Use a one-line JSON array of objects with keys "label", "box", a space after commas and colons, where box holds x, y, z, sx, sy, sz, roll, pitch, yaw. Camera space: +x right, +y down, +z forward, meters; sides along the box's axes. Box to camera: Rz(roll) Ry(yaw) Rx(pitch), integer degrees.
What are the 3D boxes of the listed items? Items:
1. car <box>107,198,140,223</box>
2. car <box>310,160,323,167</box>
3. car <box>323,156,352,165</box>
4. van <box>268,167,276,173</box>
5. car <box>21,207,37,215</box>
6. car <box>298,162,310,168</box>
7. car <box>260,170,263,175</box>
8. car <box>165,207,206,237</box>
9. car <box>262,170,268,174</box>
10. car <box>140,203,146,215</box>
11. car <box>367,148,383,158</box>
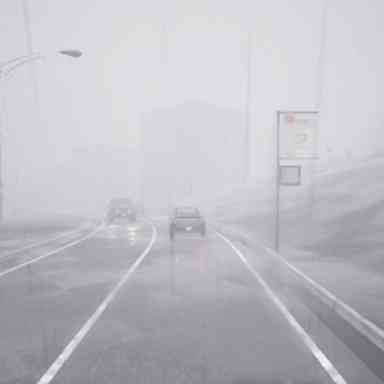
[{"label": "car", "box": [-6.082, 1.495, 28.512, 2.150, 2.045, 5.566, 0, -1, -16]}, {"label": "car", "box": [21.384, -4.415, 53.914, 2.002, 1.452, 4.674, 0, 1, -1]}, {"label": "car", "box": [21.502, -4.494, 48.420, 2.185, 1.767, 4.553, 0, 1, -1]}, {"label": "van", "box": [20.788, -5.074, 81.513, 1.878, 1.987, 4.442, 0, 1, -1]}, {"label": "car", "box": [-30.749, 3.568, 61.577, 4.902, 1.511, 2.128, -4, -1, 35]}, {"label": "car", "box": [21.261, -4.669, 59.586, 2.185, 1.767, 4.553, 0, 1, -1]}, {"label": "car", "box": [20.547, -5.224, 92.640, 2.435, 2.045, 5.566, 0, 1, -1]}, {"label": "car", "box": [-0.408, 1.572, 18.408, 2.128, 1.511, 4.902, 0, -1, -6]}, {"label": "car", "box": [20.666, -4.874, 87.157, 2.002, 1.452, 4.674, 0, 1, -1]}, {"label": "car", "box": [-7.130, 2.035, 40.807, 2.128, 1.511, 4.902, -1, -1, -27]}, {"label": "car", "box": [21.739, -4.193, 37.485, 2.231, 1.521, 4.892, 0, 1, -1]}]
